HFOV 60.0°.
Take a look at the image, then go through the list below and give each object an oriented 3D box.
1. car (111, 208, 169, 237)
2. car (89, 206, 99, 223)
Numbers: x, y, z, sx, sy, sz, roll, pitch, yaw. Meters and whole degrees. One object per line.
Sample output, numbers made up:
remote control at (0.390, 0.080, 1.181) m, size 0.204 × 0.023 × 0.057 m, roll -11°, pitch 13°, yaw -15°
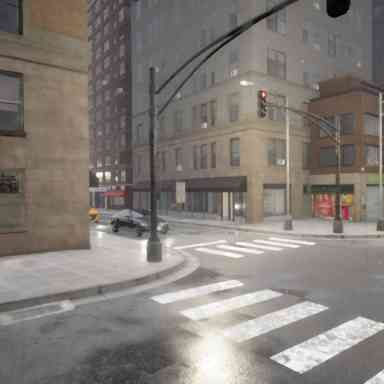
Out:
car at (-3.198, 1.694, 19.496) m, size 1.812 × 1.442 × 4.674 m, roll -1°, pitch 0°, yaw -38°
car at (-9.338, 1.736, 27.552) m, size 1.882 × 1.535 × 5.008 m, roll -1°, pitch 0°, yaw -37°
